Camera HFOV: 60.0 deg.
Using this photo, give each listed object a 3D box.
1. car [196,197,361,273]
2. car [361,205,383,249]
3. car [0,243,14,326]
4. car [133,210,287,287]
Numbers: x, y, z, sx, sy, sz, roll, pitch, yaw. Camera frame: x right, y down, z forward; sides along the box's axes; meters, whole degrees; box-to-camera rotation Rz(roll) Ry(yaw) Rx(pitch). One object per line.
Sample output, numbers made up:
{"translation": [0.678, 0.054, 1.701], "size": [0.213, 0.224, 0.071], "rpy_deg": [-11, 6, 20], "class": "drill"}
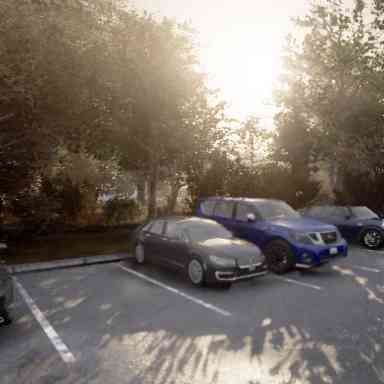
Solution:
{"translation": [2.170, 1.210, 11.107], "size": [2.435, 2.045, 5.566], "rpy_deg": [0, 0, -36], "class": "car"}
{"translation": [6.895, 1.310, 14.437], "size": [2.185, 1.767, 4.553], "rpy_deg": [1, 0, -36], "class": "car"}
{"translation": [-4.635, 1.481, 6.275], "size": [2.231, 1.521, 4.892], "rpy_deg": [0, 0, -36], "class": "car"}
{"translation": [-0.047, 1.469, 9.567], "size": [2.231, 1.521, 4.892], "rpy_deg": [0, 0, -36], "class": "car"}
